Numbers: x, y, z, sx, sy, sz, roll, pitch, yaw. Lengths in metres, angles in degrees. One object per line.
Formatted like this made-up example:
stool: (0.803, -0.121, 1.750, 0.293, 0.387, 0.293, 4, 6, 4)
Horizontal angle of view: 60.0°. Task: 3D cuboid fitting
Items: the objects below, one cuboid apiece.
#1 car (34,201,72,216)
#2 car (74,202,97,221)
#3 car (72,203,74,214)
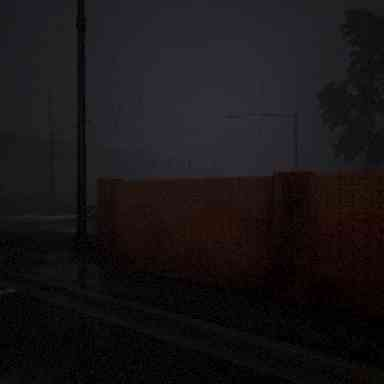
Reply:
car: (-14.183, 1.657, 35.157, 1.812, 1.442, 4.674, 0, 0, 36)
car: (-6.847, 1.613, 27.131, 1.812, 1.442, 4.674, 0, 0, 36)
car: (-9.825, 1.717, 35.192, 1.895, 1.301, 4.718, 0, 0, 36)
